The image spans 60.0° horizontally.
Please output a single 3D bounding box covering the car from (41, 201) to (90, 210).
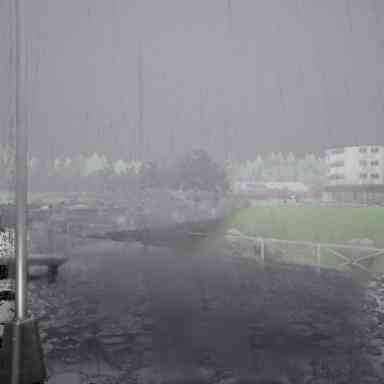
[{"bbox_3d":[-12.628,1.606,33.706,1.895,1.301,4.718,0,0,36],"label":"car"}]
